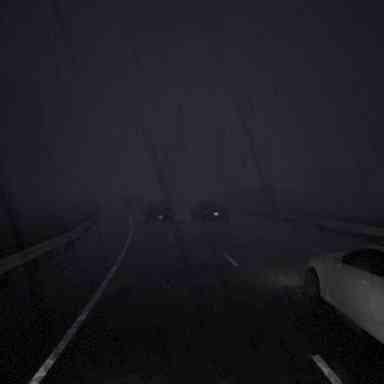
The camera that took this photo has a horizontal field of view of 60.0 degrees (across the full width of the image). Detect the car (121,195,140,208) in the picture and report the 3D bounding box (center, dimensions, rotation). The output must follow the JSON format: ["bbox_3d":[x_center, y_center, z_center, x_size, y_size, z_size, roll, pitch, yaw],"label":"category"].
[{"bbox_3d":[-7.482,1.119,40.615,1.837,1.490,4.892,0,1,-20],"label":"car"}]

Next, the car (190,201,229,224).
[{"bbox_3d":[1.128,1.335,22.881,1.994,1.385,4.181,0,1,-11],"label":"car"}]

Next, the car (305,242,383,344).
[{"bbox_3d":[3.330,1.468,5.056,1.812,1.442,4.674,0,1,-2],"label":"car"}]

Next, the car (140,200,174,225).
[{"bbox_3d":[-2.330,1.309,22.323,1.812,1.442,4.674,0,1,-11],"label":"car"}]
